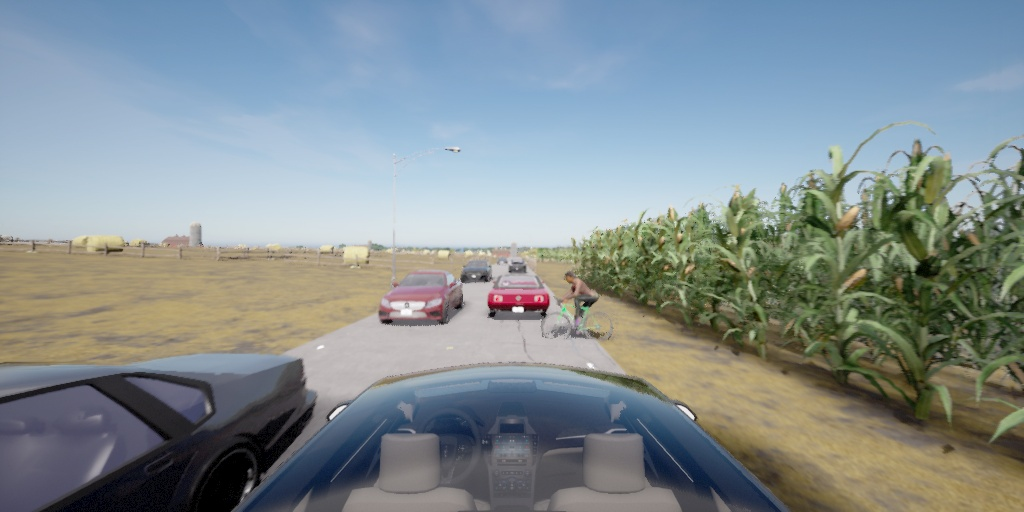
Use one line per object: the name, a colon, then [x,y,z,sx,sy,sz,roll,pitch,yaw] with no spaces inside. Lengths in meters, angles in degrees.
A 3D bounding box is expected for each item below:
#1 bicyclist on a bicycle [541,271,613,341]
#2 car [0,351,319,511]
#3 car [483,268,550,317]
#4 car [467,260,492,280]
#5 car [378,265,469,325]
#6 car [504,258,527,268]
bicyclist on a bicycle: [1.499,1.178,8.259,1.656,1.620,0.582,0,0,1]
car: [-2.893,1.288,1.189,2.033,1.411,5.357,0,0,2]
car: [0.223,1.274,12.778,1.895,1.301,4.718,0,0,1]
car: [-2.496,1.060,26.364,1.882,1.535,5.008,0,1,1]
car: [-2.708,1.194,11.642,1.812,1.442,4.674,0,0,1]
car: [0.581,1.035,37.806,2.128,1.511,4.902,0,0,1]
